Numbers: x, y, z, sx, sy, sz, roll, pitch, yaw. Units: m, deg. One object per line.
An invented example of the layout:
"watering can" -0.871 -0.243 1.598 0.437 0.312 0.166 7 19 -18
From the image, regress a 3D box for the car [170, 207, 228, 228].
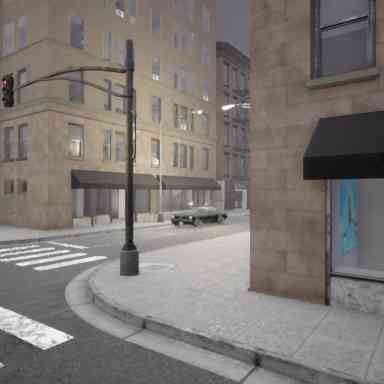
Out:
"car" 0.564 1.728 23.258 1.895 1.301 4.718 0 0 35
